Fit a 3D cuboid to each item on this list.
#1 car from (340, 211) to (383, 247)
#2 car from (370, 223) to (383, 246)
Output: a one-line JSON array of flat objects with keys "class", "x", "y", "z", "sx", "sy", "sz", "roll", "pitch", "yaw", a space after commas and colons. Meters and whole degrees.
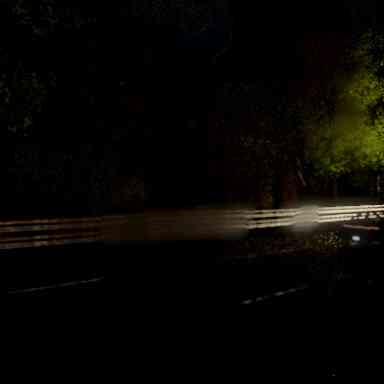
[{"class": "car", "x": 8.179, "y": 1.545, "z": 13.998, "sx": 4.902, "sy": 1.511, "sz": 2.128, "roll": 0, "pitch": 0, "yaw": -36}, {"class": "car", "x": 7.319, "y": 1.587, "z": 9.083, "sx": 5.357, "sy": 1.411, "sz": 2.033, "roll": 0, "pitch": 0, "yaw": -35}]
